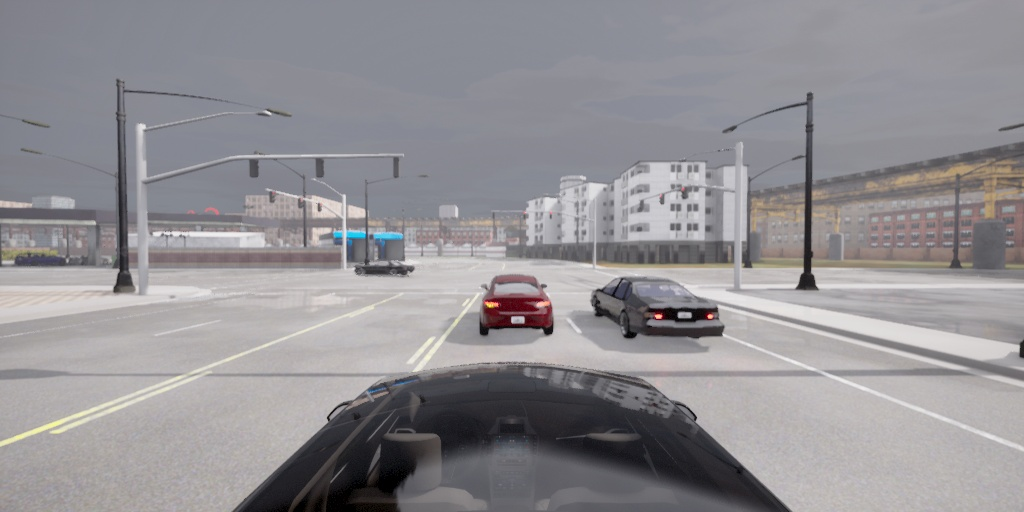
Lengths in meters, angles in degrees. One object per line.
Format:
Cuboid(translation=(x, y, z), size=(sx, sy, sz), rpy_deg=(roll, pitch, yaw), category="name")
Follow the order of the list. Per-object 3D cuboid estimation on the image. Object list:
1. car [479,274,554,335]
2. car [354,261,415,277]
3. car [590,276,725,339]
Cuboid(translation=(0.074, 1.236, 10.245), size=(1.812, 1.442, 4.674), rpy_deg=(0, 0, -1), category="car")
Cuboid(translation=(-10.779, 1.050, 30.182), size=(4.718, 1.301, 1.895), rpy_deg=(0, 1, 11), category="car")
Cuboid(translation=(3.585, 1.263, 9.959), size=(2.033, 1.411, 5.357), rpy_deg=(0, 0, 0), category="car")
